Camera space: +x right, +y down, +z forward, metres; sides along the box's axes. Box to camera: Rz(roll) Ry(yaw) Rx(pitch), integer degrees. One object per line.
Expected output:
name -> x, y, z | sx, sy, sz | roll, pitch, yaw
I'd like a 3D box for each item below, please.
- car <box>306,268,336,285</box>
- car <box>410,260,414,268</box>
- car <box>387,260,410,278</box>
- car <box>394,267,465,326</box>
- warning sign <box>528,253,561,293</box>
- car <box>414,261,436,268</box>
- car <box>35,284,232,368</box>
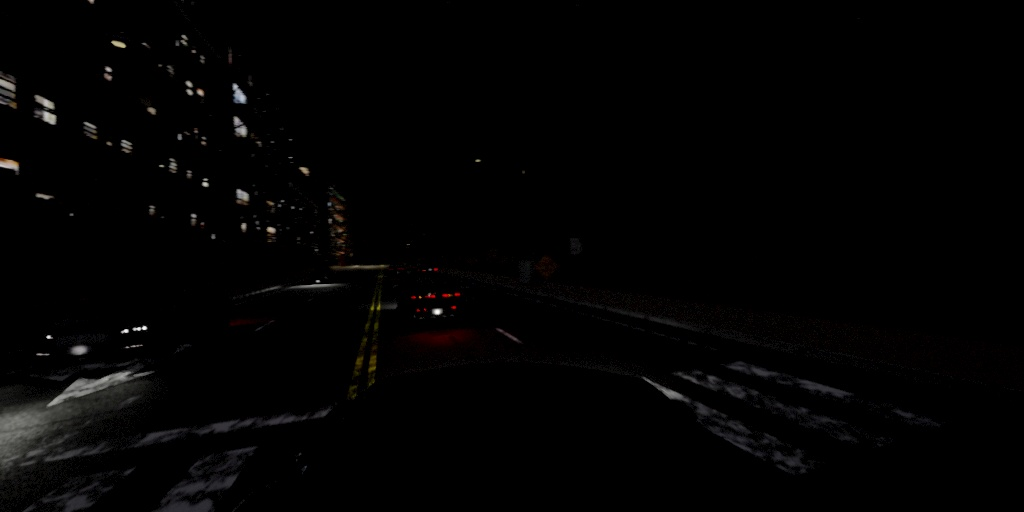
car -> -17.380, 1.782, 32.961 | 2.033, 1.411, 5.357 | -2, 0, -19
car -> -13.112, 1.634, 50.254 | 1.994, 1.385, 4.181 | -2, 0, -19
car -> -12.427, 1.547, 38.773 | 1.882, 1.535, 5.008 | -2, 0, -19
car -> -2.900, 1.318, 12.270 | 1.837, 1.490, 4.892 | -2, 0, -20
warning sign -> 1.691, 0.778, 17.272 | 1.300, 1.860, 1.060 | 0, 0, -20
car -> -9.415, 1.521, 40.003 | 2.033, 1.411, 5.357 | -2, 0, -19
car -> -8.837, 1.494, 8.947 | 2.128, 1.511, 4.902 | -2, 0, -20
